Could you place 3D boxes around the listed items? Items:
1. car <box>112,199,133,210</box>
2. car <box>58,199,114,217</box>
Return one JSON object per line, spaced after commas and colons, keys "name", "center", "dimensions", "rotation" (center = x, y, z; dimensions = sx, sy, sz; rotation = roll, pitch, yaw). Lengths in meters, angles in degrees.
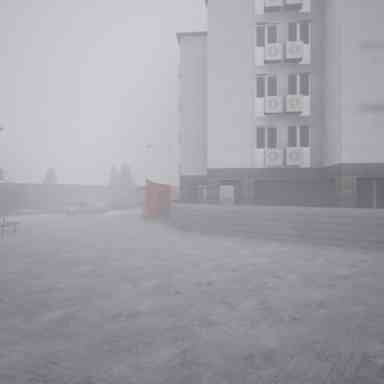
{"name": "car", "center": [-9.545, 1.544, 39.788], "dimensions": [2.033, 1.411, 5.357], "rotation": [0, 0, 36]}
{"name": "car", "center": [-10.186, 1.598, 31.761], "dimensions": [1.895, 1.301, 4.718], "rotation": [0, 0, 36]}
